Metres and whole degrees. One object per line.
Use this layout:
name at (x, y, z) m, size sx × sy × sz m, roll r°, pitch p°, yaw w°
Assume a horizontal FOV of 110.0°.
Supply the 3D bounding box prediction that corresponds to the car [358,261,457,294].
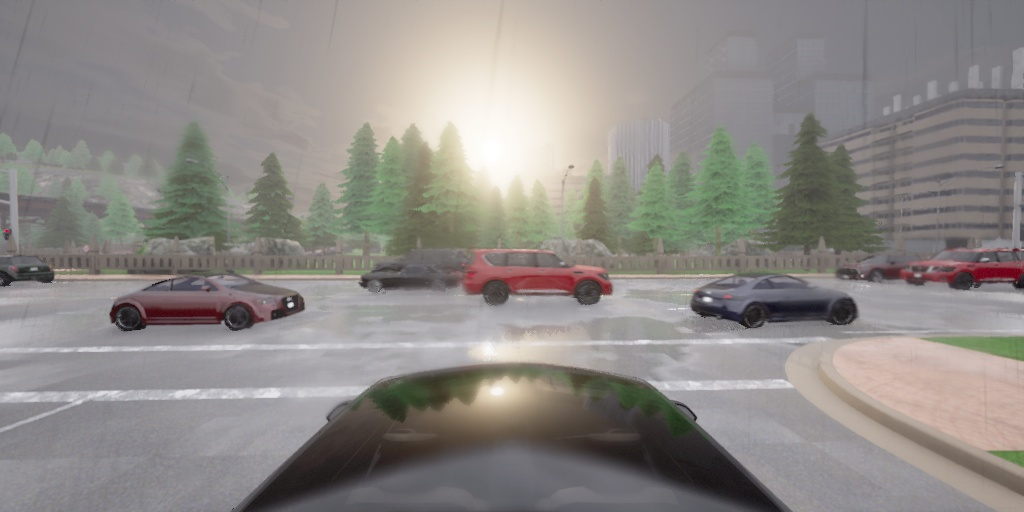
car at (-4.721, 1.049, 17.163) m, size 4.718 × 1.301 × 1.895 m, roll 0°, pitch 1°, yaw -2°

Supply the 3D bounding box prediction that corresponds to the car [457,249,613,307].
car at (0.924, 0.746, 13.669) m, size 5.566 × 2.045 × 2.150 m, roll 0°, pitch 1°, yaw -2°

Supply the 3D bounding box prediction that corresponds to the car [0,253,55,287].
car at (-28.547, 0.743, 19.747) m, size 4.553 × 1.767 × 2.097 m, roll 0°, pitch 1°, yaw -2°

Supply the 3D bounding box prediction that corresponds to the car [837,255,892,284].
car at (22.406, 0.700, 21.684) m, size 4.553 × 1.767 × 2.097 m, roll 0°, pitch 1°, yaw -2°

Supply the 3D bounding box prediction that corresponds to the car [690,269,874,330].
car at (7.377, 1.164, 10.227) m, size 4.181 × 1.385 × 1.994 m, roll 0°, pitch 1°, yaw -10°

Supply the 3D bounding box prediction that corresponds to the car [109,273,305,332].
car at (-8.108, 1.173, 9.825) m, size 4.181 × 1.385 × 1.994 m, roll 0°, pitch 1°, yaw -3°

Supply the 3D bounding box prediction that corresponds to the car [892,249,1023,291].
car at (23.295, 0.645, 18.217) m, size 5.566 × 2.045 × 2.150 m, roll 0°, pitch 1°, yaw -2°

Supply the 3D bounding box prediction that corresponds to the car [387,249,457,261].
car at (-5.083, 0.593, 20.642) m, size 5.566 × 2.045 × 2.150 m, roll 0°, pitch 1°, yaw -2°
